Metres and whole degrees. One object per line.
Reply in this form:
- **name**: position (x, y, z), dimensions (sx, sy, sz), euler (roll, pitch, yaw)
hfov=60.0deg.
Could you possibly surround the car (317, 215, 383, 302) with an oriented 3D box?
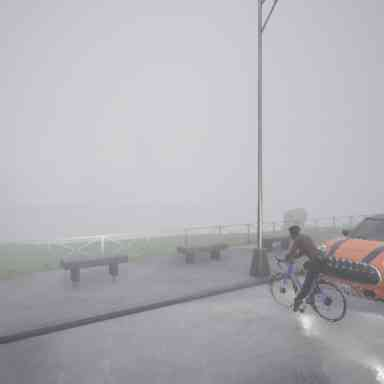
- **car**: position (4.930, 1.352, 8.078), dimensions (4.553, 1.767, 2.097), euler (0, 0, -35)

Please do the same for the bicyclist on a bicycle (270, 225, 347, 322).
- **bicyclist on a bicycle**: position (2.062, 1.455, 6.146), dimensions (0.582, 1.620, 1.656), euler (0, -2, -35)
